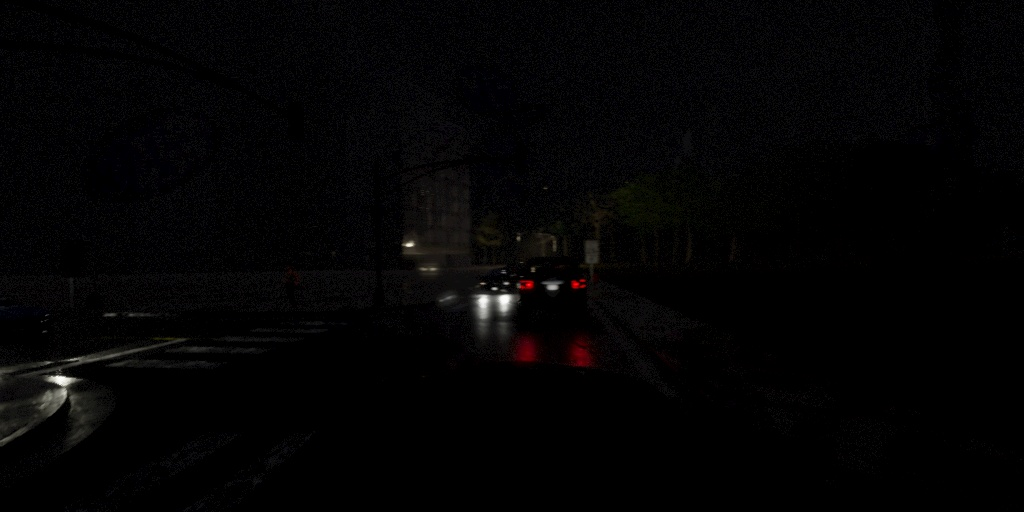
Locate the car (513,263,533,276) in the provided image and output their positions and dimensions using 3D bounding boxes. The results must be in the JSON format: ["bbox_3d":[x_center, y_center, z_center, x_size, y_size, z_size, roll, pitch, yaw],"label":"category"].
[{"bbox_3d":[1.390,1.609,43.256,2.033,1.411,5.357,-1,0,6],"label":"car"}]

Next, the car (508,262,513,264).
[{"bbox_3d":[0.280,1.355,32.858,2.097,1.767,4.553,-1,0,6],"label":"car"}]

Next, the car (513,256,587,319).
[{"bbox_3d":[1.471,1.035,13.235,2.150,2.045,5.566,-1,-1,6],"label":"car"}]

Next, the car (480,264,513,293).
[{"bbox_3d":[-0.731,1.492,23.040,2.033,1.411,5.357,-1,0,6],"label":"car"}]

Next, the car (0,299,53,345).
[{"bbox_3d":[-14.318,1.580,8.824,5.008,1.535,1.882,-1,0,6],"label":"car"}]

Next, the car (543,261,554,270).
[{"bbox_3d":[6.333,1.624,62.602,1.812,1.442,4.674,-1,0,6],"label":"car"}]

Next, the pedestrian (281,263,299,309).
[{"bbox_3d":[-8.687,1.133,14.084,0.375,1.860,0.375,-1,0,7],"label":"pedestrian"}]
